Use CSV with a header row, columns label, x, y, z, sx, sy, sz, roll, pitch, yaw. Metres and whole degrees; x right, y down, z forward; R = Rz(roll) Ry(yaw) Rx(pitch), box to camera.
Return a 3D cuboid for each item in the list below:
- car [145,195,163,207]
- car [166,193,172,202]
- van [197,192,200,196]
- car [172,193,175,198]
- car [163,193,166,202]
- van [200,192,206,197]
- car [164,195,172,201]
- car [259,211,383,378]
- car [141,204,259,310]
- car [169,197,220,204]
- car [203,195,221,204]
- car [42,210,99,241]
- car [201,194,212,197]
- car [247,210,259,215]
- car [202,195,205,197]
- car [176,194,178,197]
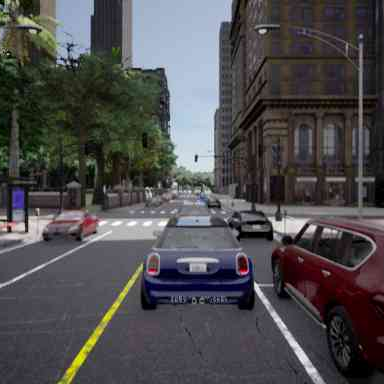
label,x,y,z,sx,sy,sz,roll,pitch,yaw
car,-5.763,1.458,48.178,2.008,1.369,4.403,0,0,0
car,-5.762,1.293,69.859,1.967,1.590,4.097,0,0,0
van,2.764,1.163,80.680,1.690,1.788,3.998,0,0,0
car,-5.762,1.153,75.279,2.192,1.841,5.009,0,0,0
car,-5.763,1.335,53.598,1.967,1.590,4.097,0,0,0
van,2.762,1.223,58.998,1.690,1.788,3.998,0,0,0
car,-5.761,1.348,80.531,1.752,1.417,4.829,0,0,0
car,2.758,1.306,5.450,2.192,1.841,5.009,0,0,0
car,0.103,1.339,7.950,2.097,1.767,4.553,0,0,0
car,0.101,1.322,17.484,2.097,1.767,4.553,0,0,0
car,2.762,1.485,42.737,1.947,1.339,4.313,0,0,0
car,-5.765,1.554,16.319,1.802,1.307,4.206,0,0,0
car,2.763,1.420,53.748,1.752,1.417,4.829,0,0,0
car,2.760,1.538,16.301,1.947,1.339,4.313,0,0,0
car,2.762,1.473,48.158,1.947,1.339,4.313,0,0,0
car,-5.761,1.104,91.540,2.192,1.841,5.009,0,0,0
